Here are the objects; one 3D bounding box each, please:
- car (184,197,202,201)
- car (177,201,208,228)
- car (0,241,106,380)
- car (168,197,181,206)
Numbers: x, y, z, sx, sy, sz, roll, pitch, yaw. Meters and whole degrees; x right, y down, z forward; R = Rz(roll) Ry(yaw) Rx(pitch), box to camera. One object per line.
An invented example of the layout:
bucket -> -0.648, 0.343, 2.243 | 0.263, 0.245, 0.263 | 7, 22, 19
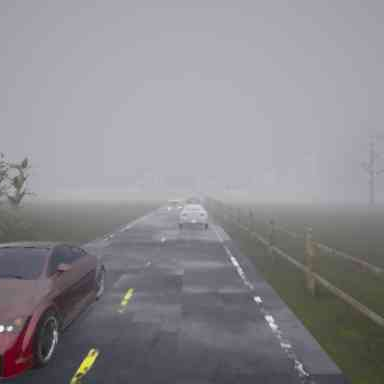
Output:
car -> 0.114, 1.378, 38.423 | 2.097, 1.767, 4.553 | 0, 0, 0
car -> 0.108, 1.547, 22.306 | 1.812, 1.442, 4.674 | 0, 0, 0
car -> -2.849, 1.571, 5.571 | 1.994, 1.385, 4.181 | 0, 0, 0
car -> -2.741, 1.503, 54.007 | 1.882, 1.535, 5.008 | 0, 0, 0
